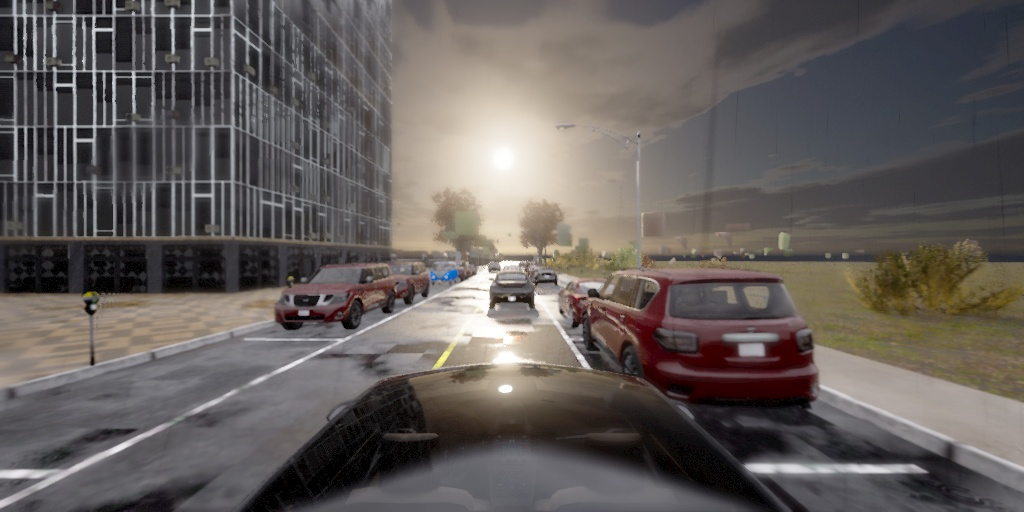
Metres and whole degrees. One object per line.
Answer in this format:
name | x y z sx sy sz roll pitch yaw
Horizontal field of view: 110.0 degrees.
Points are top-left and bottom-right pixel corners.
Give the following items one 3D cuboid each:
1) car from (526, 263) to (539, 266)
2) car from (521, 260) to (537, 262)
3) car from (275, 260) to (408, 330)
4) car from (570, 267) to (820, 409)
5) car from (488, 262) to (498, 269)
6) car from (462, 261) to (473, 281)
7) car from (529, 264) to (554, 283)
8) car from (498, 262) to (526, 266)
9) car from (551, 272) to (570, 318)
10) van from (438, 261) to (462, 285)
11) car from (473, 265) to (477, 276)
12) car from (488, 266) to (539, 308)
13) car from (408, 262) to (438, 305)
car | 2.572 1.606 33.894 1.888 1.381 4.507 0 0 0
car | 2.706 1.531 49.290 2.192 1.841 5.009 0 0 0
car | -5.314 1.158 11.672 2.192 1.841 5.009 0 0 0
car | 2.566 1.106 6.191 2.192 1.841 5.009 0 0 0
car | -2.740 1.810 57.289 1.837 1.490 4.892 0 -1 0
car | -5.308 1.375 33.861 2.192 1.841 5.009 0 0 0
car | 2.571 1.571 28.354 1.948 1.339 4.313 0 0 0
car | 0.013 1.513 31.339 1.882 1.535 5.008 0 0 0
car | 2.567 1.389 11.731 1.888 1.381 4.507 0 0 0
van | -5.310 1.346 28.314 1.690 1.789 3.998 0 0 0
car | -5.307 1.661 39.409 1.888 1.381 4.507 0 0 0
car | 0.007 1.395 16.144 1.837 1.490 4.892 0 0 0
car | -5.312 1.212 17.219 2.192 1.841 5.009 0 0 0
